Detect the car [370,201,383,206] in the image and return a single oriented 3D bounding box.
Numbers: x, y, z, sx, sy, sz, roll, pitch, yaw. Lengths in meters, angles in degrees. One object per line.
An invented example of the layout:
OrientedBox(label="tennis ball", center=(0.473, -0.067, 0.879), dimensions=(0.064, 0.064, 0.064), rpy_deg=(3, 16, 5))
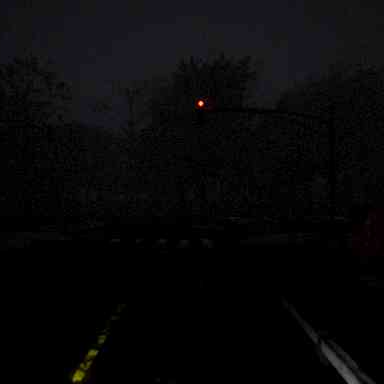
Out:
OrientedBox(label="car", center=(17.464, 1.554, 29.711), dimensions=(4.902, 1.511, 2.128), rpy_deg=(0, 0, 0))
